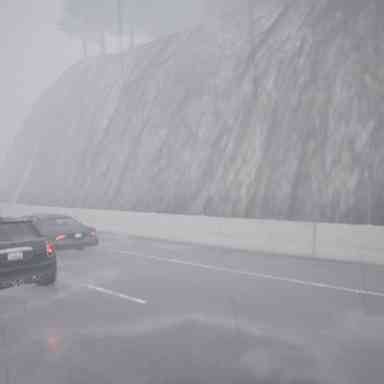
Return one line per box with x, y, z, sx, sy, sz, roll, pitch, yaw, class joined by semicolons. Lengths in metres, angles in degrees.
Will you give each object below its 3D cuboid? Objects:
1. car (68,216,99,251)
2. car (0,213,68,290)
-5.869;1.560;13.177;5.357;1.411;2.033;0;0;40;car
-5.350;1.358;8.268;4.553;1.767;2.097;0;0;38;car
